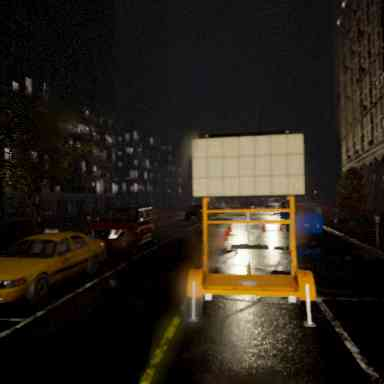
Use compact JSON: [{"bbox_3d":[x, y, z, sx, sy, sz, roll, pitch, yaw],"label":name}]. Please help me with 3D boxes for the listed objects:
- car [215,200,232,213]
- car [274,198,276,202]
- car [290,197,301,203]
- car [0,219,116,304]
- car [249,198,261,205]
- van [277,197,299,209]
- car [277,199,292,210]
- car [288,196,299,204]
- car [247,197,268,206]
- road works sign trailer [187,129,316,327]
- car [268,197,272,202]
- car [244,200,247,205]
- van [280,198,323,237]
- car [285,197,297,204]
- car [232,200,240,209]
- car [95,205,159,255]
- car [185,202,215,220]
[{"bbox_3d":[3.421,1.938,42.396,1.947,1.339,4.313,0,0,15],"label":"car"},{"bbox_3d":[11.380,1.696,41.110,1.752,1.417,4.829,0,0,16],"label":"car"},{"bbox_3d":[24.621,1.827,78.965,1.887,1.381,4.507,-1,0,23],"label":"car"},{"bbox_3d":[-3.831,1.698,8.765,1.752,1.417,4.829,0,0,9],"label":"car"},{"bbox_3d":[14.001,2.017,74.177,1.752,1.417,4.829,-1,0,21],"label":"car"},{"bbox_3d":[7.114,1.430,23.757,1.690,1.788,3.998,0,0,12],"label":"van"},{"bbox_3d":[12.947,1.758,46.566,1.947,1.339,4.313,0,0,17],"label":"car"},{"bbox_3d":[22.459,1.713,73.753,1.967,1.590,4.097,-1,0,22],"label":"car"},{"bbox_3d":[12.323,1.933,62.209,2.033,1.411,5.357,-2,-1,19],"label":"car"},{"bbox_3d":[1.210,0.513,7.200,2.380,3.560,2.880,-1,-1,10],"label":"road works sign trailer"},{"bbox_3d":[18.260,2.066,84.456,2.008,1.369,4.403,-1,0,23],"label":"car"},{"bbox_3d":[12.090,2.042,69.203,1.947,1.339,4.313,0,0,20],"label":"car"},{"bbox_3d":[5.937,1.398,18.013,1.690,1.788,3.998,0,0,11],"label":"van"},{"bbox_3d":[20.378,1.827,68.460,1.947,1.339,4.313,-1,0,21],"label":"car"},{"bbox_3d":[6.620,2.001,53.281,1.802,1.307,4.206,0,0,17],"label":"car"},{"bbox_3d":[-2.865,1.528,14.522,2.192,1.841,5.009,0,0,10],"label":"car"},{"bbox_3d":[0.607,1.882,31.347,1.947,1.339,4.313,0,0,13],"label":"car"}]
